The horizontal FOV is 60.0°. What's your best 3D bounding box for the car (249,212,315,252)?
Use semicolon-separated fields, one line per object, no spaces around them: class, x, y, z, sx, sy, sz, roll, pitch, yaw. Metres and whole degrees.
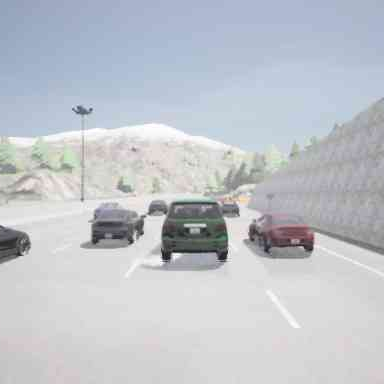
car;3.568;1.544;13.794;1.812;1.442;4.674;0;0;0

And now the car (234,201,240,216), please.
car;3.544;1.541;32.852;2.128;1.511;4.902;0;0;0

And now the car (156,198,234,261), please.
car;0.082;1.242;12.480;2.150;2.045;5.566;0;0;0

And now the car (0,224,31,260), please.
car;-6.916;1.588;10.545;1.994;1.385;4.181;0;0;0

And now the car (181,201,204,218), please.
car;0.044;1.599;32.244;2.033;1.411;5.357;0;0;0

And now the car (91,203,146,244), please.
car;-3.426;1.536;16.045;1.837;1.490;4.892;0;0;0

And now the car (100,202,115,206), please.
car;-6.948;1.601;28.616;2.033;1.411;5.357;0;0;0

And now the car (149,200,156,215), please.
car;-3.459;1.565;35.208;1.837;1.490;4.892;0;0;0
